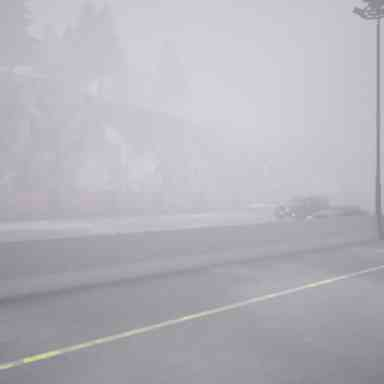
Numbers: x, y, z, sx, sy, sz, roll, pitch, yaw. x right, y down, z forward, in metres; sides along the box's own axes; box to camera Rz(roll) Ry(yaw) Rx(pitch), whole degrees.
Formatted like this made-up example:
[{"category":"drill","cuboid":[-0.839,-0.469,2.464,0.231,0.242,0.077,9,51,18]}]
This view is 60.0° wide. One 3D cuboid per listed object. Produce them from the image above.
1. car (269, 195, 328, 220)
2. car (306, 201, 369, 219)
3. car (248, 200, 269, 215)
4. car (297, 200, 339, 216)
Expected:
[{"category":"car","cuboid":[9.336,1.306,27.847,5.566,2.045,2.150,0,0,-35]},{"category":"car","cuboid":[11.259,1.634,24.922,5.357,1.411,2.033,0,0,-35]},{"category":"car","cuboid":[8.231,1.579,35.644,5.008,1.535,1.882,1,0,-35]},{"category":"car","cuboid":[13.327,1.640,34.983,4.674,1.442,1.812,0,0,-35]}]
